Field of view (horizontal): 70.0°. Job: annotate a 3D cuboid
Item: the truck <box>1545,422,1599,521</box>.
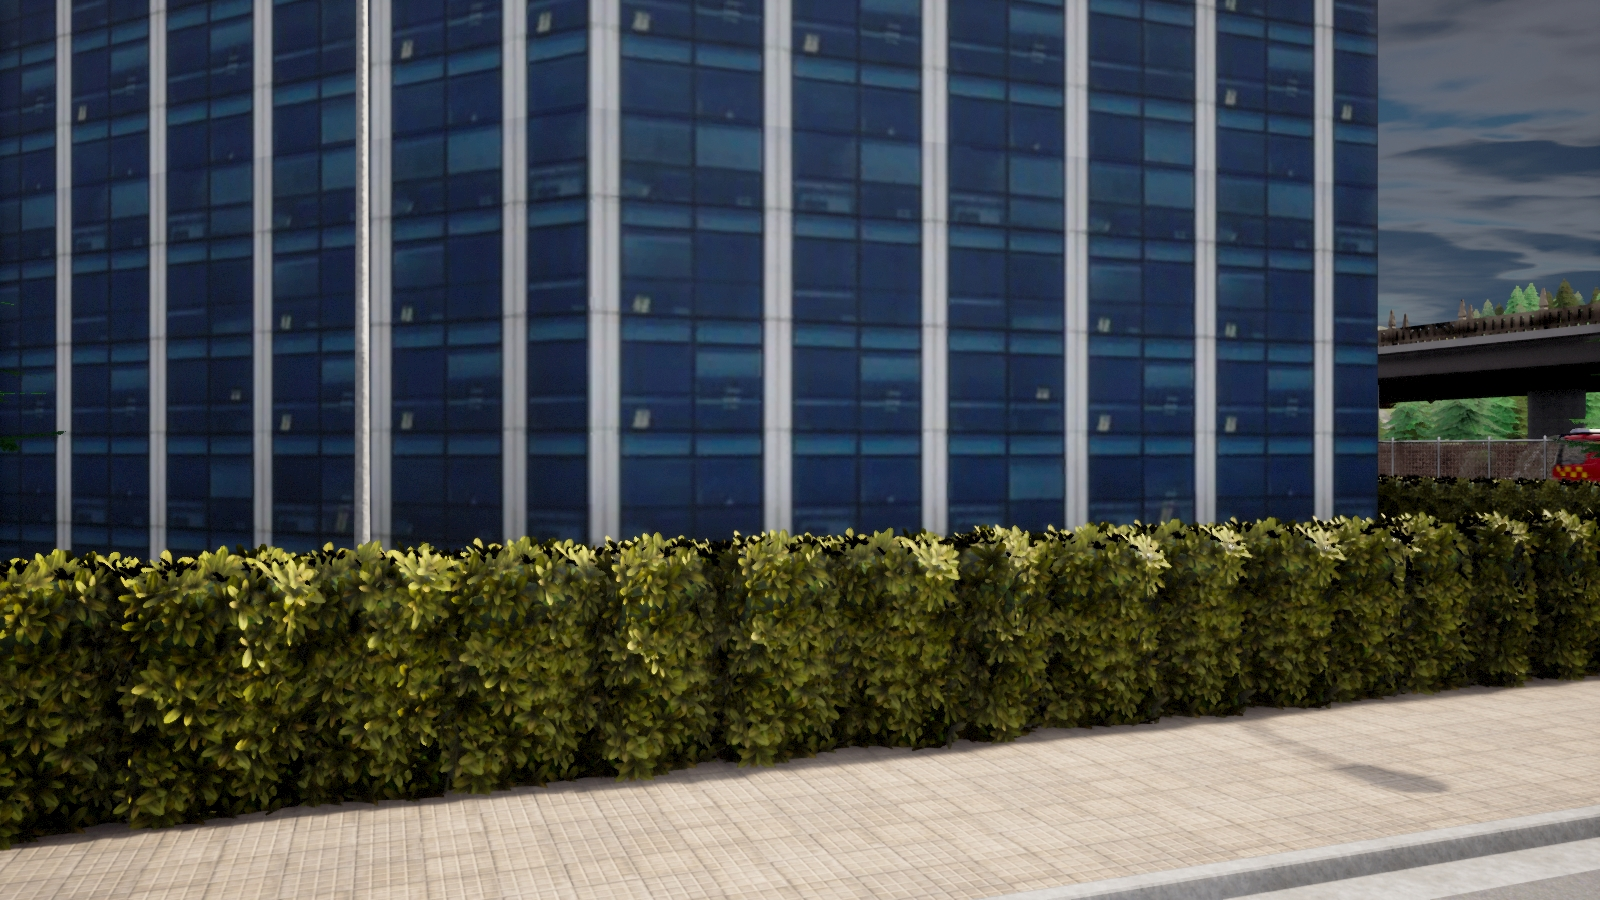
[{"bbox_3d":[32.874,0.837,42.656,2.891,3.827,8.468,0,0,-20],"label":"truck"}]
